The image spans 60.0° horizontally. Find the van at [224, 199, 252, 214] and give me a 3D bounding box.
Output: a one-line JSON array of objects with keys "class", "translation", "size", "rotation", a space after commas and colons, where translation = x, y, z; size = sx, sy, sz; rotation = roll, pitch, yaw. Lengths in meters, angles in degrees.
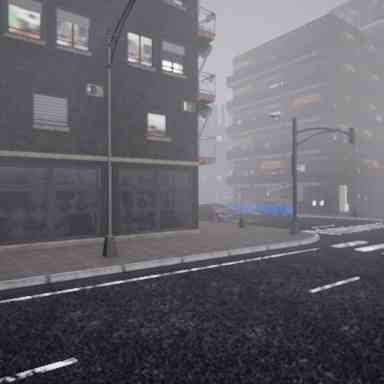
[{"class": "van", "translation": [5.094, 1.670, 38.136], "size": [1.690, 1.788, 3.998], "rotation": [-1, 0, -37]}]

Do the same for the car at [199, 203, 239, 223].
[{"class": "car", "translation": [1.710, 1.870, 28.688], "size": [1.802, 1.307, 4.206], "rotation": [-1, 0, -37]}]

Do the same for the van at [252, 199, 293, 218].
[{"class": "van", "translation": [8.429, 1.597, 33.634], "size": [1.690, 1.788, 3.998], "rotation": [-1, 0, -37]}]

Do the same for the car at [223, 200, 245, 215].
[{"class": "car", "translation": [2.437, 1.812, 32.019], "size": [1.837, 1.490, 4.892], "rotation": [0, -1, -37]}]
